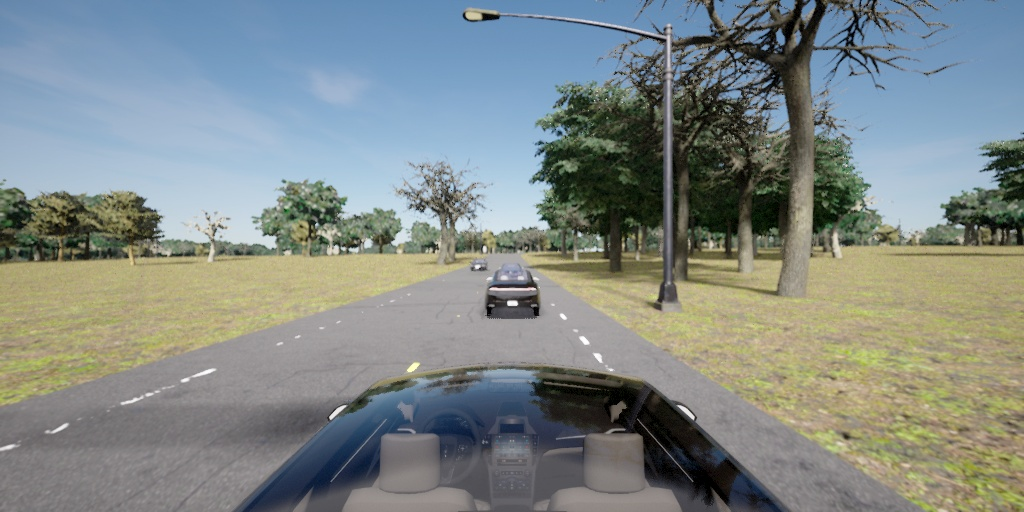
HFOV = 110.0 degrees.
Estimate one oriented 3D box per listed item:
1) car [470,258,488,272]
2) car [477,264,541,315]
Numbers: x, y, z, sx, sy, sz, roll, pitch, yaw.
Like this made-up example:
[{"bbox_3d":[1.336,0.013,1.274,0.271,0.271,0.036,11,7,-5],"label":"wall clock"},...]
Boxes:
[{"bbox_3d":[-3.806,1.023,41.951,2.128,1.511,4.902,0,1,0],"label":"car"},{"bbox_3d":[0.020,1.250,13.580,2.128,1.511,4.902,0,0,0],"label":"car"}]
